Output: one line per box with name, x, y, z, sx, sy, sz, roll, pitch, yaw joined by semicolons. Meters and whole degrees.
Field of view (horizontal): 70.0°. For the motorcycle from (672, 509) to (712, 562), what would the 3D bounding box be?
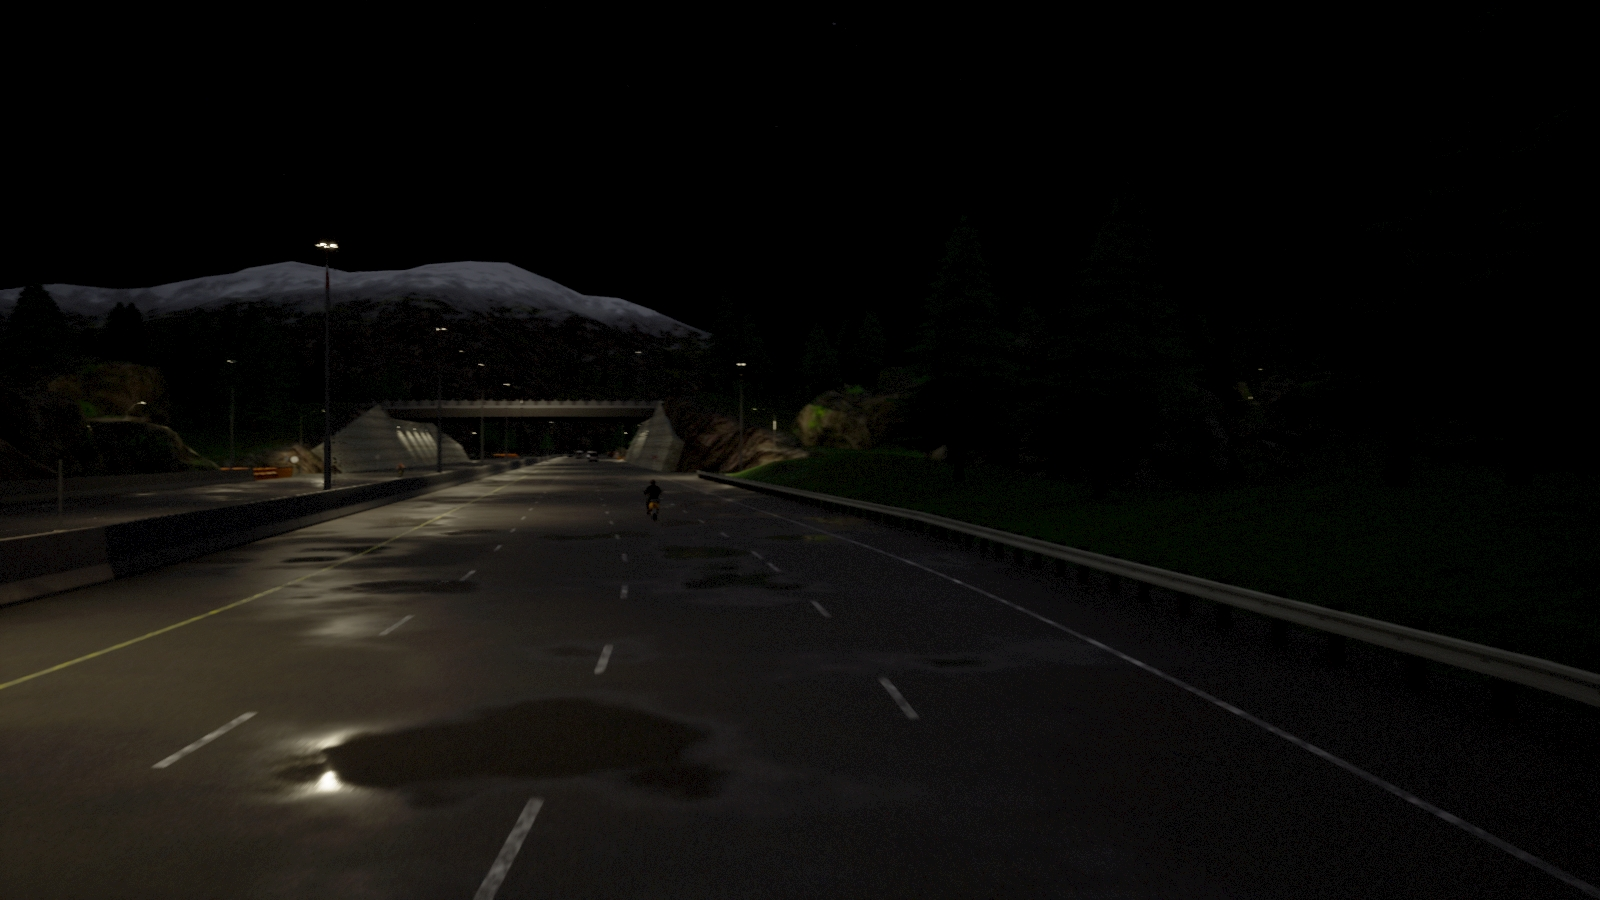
motorcycle;-2.811;2.185;29.498;0.856;1.236;1.805;0;0;-11
